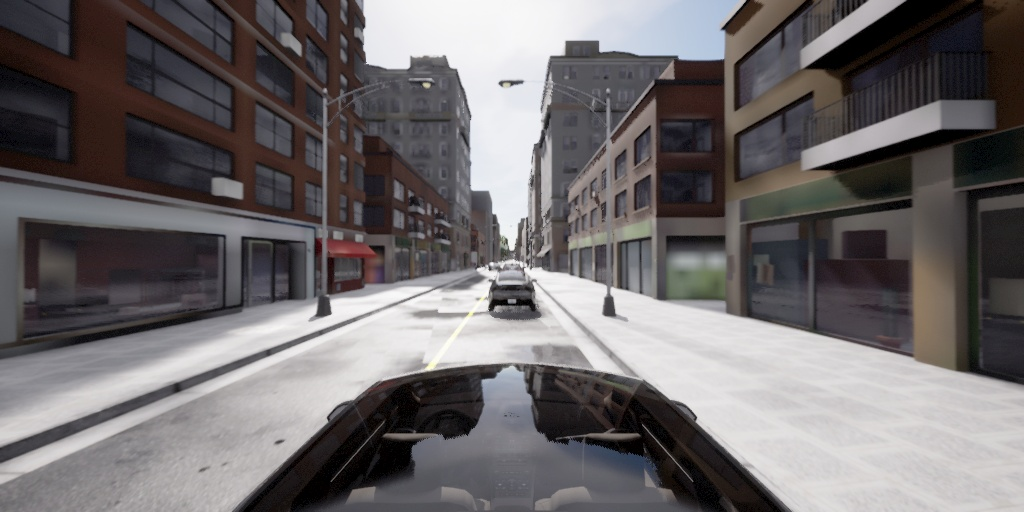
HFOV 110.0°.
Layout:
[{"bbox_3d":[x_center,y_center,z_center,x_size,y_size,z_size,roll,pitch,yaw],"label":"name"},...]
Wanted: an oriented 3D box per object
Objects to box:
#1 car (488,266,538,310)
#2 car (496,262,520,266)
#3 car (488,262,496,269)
[{"bbox_3d":[0.024,1.389,15.366,1.837,1.490,4.892,0,0,1],"label":"car"},{"bbox_3d":[0.027,1.383,30.287,2.097,1.767,4.553,0,-1,0],"label":"car"},{"bbox_3d":[-3.046,1.843,61.332,2.128,1.511,4.902,0,-1,1],"label":"car"}]
